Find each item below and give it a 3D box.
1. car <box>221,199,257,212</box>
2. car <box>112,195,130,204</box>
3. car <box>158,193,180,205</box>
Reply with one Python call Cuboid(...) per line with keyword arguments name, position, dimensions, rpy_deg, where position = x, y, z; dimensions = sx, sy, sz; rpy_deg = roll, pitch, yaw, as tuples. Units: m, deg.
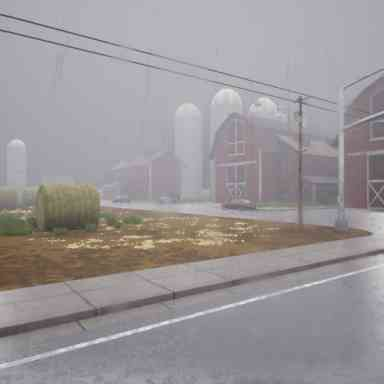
Cuboid(name="car", position=(5.361, 1.499, 38.225), dimensions=(1.812, 1.442, 4.674), rpy_deg=(0, 0, -36))
Cuboid(name="car", position=(-13.738, 1.325, 64.023), dimensions=(2.097, 1.767, 4.553), rpy_deg=(0, 0, -37))
Cuboid(name="car", position=(-3.967, 1.118, 57.661), dimensions=(3.866, 1.878, 1.905), rpy_deg=(-2, 5, 11))
